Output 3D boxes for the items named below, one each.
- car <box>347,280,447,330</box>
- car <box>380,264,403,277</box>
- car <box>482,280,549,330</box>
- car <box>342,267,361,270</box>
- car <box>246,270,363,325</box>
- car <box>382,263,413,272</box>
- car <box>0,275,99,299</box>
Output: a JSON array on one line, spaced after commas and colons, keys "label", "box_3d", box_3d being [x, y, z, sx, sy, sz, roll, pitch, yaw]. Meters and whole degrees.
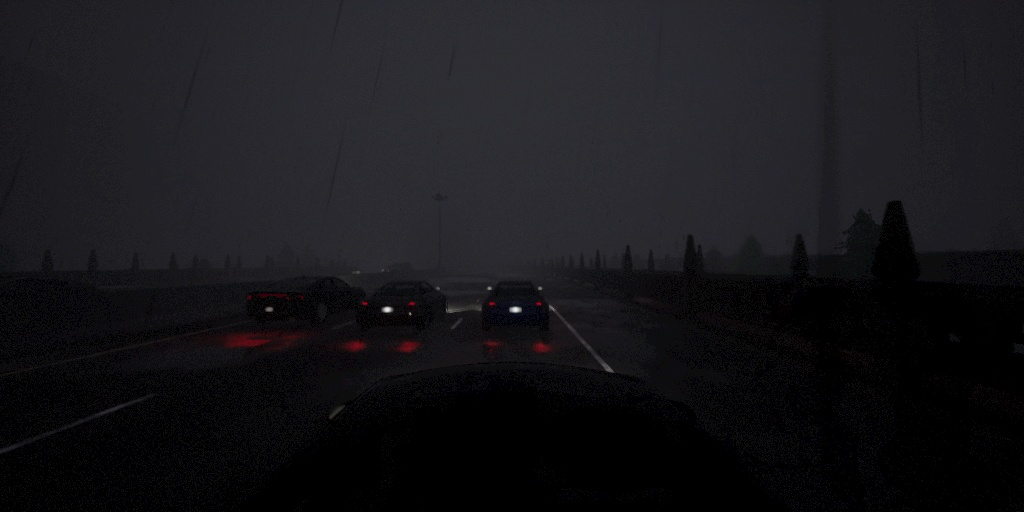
[{"label": "car", "box_3d": [-3.405, 1.481, 11.798, 1.994, 1.385, 4.181, 0, -1, 0]}, {"label": "car", "box_3d": [-17.947, 2.148, 53.659, 2.097, 1.767, 4.553, 0, -1, -4]}, {"label": "car", "box_3d": [0.097, 1.481, 11.794, 1.994, 1.385, 4.181, 0, -1, 0]}, {"label": "car", "box_3d": [-21.175, 2.161, 46.931, 1.837, 1.490, 4.892, 0, -2, -1]}, {"label": "car", "box_3d": [-6.905, 1.412, 12.675, 1.882, 1.535, 5.008, 0, -1, 0]}, {"label": "car", "box_3d": [-14.144, 1.849, 45.618, 2.150, 2.045, 5.566, 0, -1, 0]}, {"label": "car", "box_3d": [-17.603, 1.419, 12.368, 2.128, 1.511, 4.902, 0, -1, 0]}]
